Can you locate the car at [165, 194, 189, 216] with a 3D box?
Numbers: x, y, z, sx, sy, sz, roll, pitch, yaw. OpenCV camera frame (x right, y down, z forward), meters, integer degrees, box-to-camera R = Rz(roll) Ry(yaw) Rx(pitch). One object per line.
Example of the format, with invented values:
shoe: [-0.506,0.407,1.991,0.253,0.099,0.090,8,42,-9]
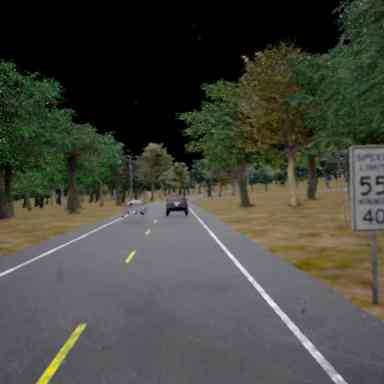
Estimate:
car: [-1.507,1.257,33.538,2.150,2.045,5.566,-2,0,-2]

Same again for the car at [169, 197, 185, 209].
car: [-2.162,1.587,47.843,2.128,1.511,4.902,-2,0,-2]

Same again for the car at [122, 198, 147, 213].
car: [-4.763,1.284,28.047,1.812,1.442,4.674,-2,0,-3]
